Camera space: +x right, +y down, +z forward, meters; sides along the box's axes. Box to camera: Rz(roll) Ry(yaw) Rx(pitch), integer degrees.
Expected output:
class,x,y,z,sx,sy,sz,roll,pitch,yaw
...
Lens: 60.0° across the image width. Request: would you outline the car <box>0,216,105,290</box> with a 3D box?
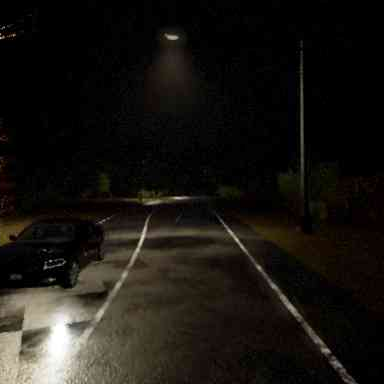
class,x,y,z,sx,sy,sz,roll,pitch,yaw
car,-3.811,1.507,9.447,1.882,1.535,5.008,0,0,-3
